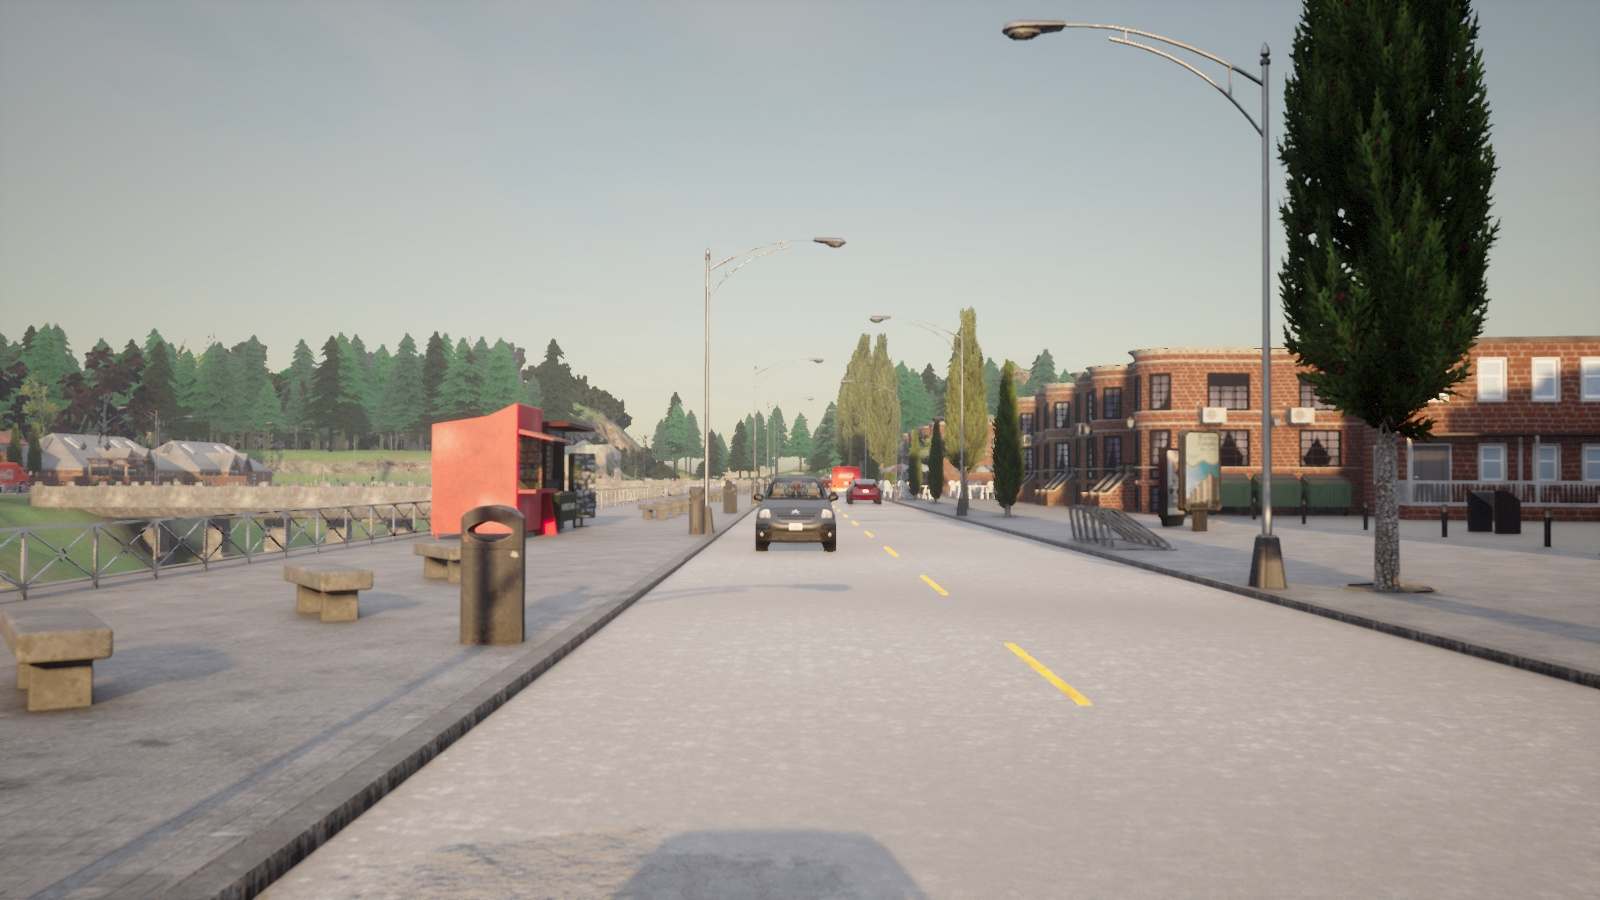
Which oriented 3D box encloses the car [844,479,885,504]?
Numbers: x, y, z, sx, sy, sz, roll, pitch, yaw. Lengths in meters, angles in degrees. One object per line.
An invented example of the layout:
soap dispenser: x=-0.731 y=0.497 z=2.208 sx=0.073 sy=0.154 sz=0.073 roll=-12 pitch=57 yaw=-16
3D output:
car: x=3.800 y=2.453 z=74.979 sx=2.163 sy=1.488 sz=4.792 roll=0 pitch=-1 yaw=0

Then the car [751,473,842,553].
car: x=-0.074 y=1.330 z=27.699 sx=1.851 sy=1.617 sz=3.988 roll=0 pitch=-1 yaw=0
